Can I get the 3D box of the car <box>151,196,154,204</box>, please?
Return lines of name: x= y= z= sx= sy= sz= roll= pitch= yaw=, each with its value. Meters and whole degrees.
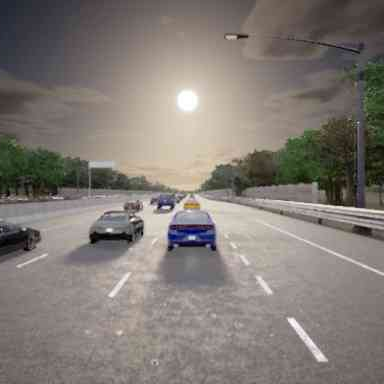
car: x=-7.007 y=1.597 z=65.411 sx=1.837 sy=1.490 sz=4.892 roll=0 pitch=0 yaw=0

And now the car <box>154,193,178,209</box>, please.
car: x=-3.509 y=1.280 z=45.901 sx=2.150 sy=2.045 sz=5.566 roll=0 pitch=0 yaw=0

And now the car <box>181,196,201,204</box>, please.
car: x=-0.004 y=1.524 z=38.182 sx=1.882 sy=1.535 sz=5.008 roll=0 pitch=0 yaw=0

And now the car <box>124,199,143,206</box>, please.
car: x=-7.005 y=1.575 z=39.915 sx=1.812 sy=1.442 sz=4.674 roll=0 pitch=0 yaw=0

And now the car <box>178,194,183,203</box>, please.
car: x=-3.508 y=1.654 z=71.329 sx=1.994 sy=1.385 sz=4.181 roll=0 pitch=0 yaw=0

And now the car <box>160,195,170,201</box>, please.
car: x=-7.010 y=1.656 z=86.702 sx=2.128 sy=1.511 sz=4.902 roll=0 pitch=0 yaw=0

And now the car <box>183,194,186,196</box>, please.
car: x=-3.510 y=1.645 z=93.477 sx=1.837 sy=1.490 sz=4.892 roll=0 pitch=0 yaw=0

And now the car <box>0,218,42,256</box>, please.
car: x=-7.004 y=1.559 z=11.027 sx=2.033 sy=1.411 sz=5.357 roll=0 pitch=0 yaw=0

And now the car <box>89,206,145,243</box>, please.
car: x=-3.500 y=1.581 z=16.102 sx=1.994 sy=1.385 sz=4.181 roll=0 pitch=0 yaw=0

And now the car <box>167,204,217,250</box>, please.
car: x=0.000 y=1.493 z=14.393 sx=1.882 sy=1.535 sz=5.008 roll=0 pitch=0 yaw=0
